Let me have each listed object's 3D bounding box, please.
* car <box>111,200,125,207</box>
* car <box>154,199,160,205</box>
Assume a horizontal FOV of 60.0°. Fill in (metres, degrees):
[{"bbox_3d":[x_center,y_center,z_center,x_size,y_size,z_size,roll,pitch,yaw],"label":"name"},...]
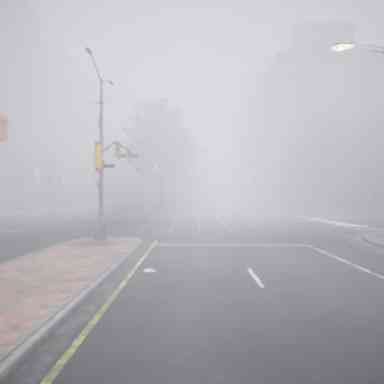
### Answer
[{"bbox_3d":[-14.805,2.322,66.286,1.895,1.301,4.718,0,-1,0],"label":"car"},{"bbox_3d":[-8.069,2.421,81.623,1.812,1.442,4.674,0,-1,0],"label":"car"}]
